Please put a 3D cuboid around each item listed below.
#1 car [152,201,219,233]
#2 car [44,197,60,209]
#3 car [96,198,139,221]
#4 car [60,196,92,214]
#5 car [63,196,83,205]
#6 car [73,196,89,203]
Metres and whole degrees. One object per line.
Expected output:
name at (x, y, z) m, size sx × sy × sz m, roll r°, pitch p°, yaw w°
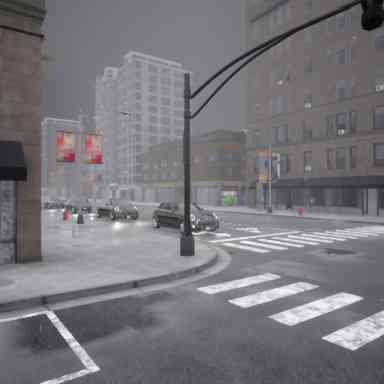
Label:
car at (-0.471, 1.332, 19.316) m, size 2.097 × 1.767 × 4.553 m, roll 0°, pitch 0°, yaw -36°
car at (-18.277, 1.439, 44.015) m, size 1.837 × 1.490 × 4.892 m, roll 0°, pitch 0°, yaw -35°
car at (-6.156, 1.317, 27.175) m, size 2.097 × 1.767 × 4.553 m, roll 0°, pitch 0°, yaw -36°
car at (-12.216, 1.454, 35.567) m, size 1.837 × 1.490 × 4.892 m, roll 0°, pitch 0°, yaw -36°
car at (-21.379, 1.450, 59.665) m, size 2.033 × 1.411 × 5.357 m, roll 0°, pitch 0°, yaw -36°
car at (-22.173, 1.451, 66.292) m, size 1.994 × 1.385 × 4.181 m, roll 0°, pitch 0°, yaw -36°
